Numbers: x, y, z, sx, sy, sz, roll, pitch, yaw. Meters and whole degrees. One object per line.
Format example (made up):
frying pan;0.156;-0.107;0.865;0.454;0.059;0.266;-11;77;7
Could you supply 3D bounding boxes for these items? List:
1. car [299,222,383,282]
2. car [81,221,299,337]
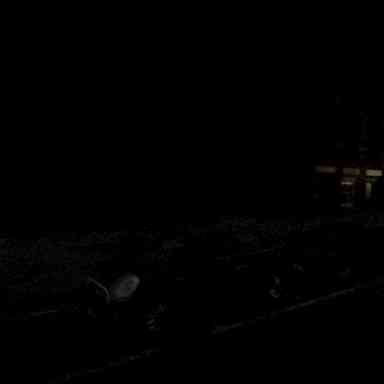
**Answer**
car;4.525;1.581;9.845;4.313;1.339;1.947;0;0;-35
car;-0.042;1.447;6.603;4.097;1.590;1.967;0;0;-35
